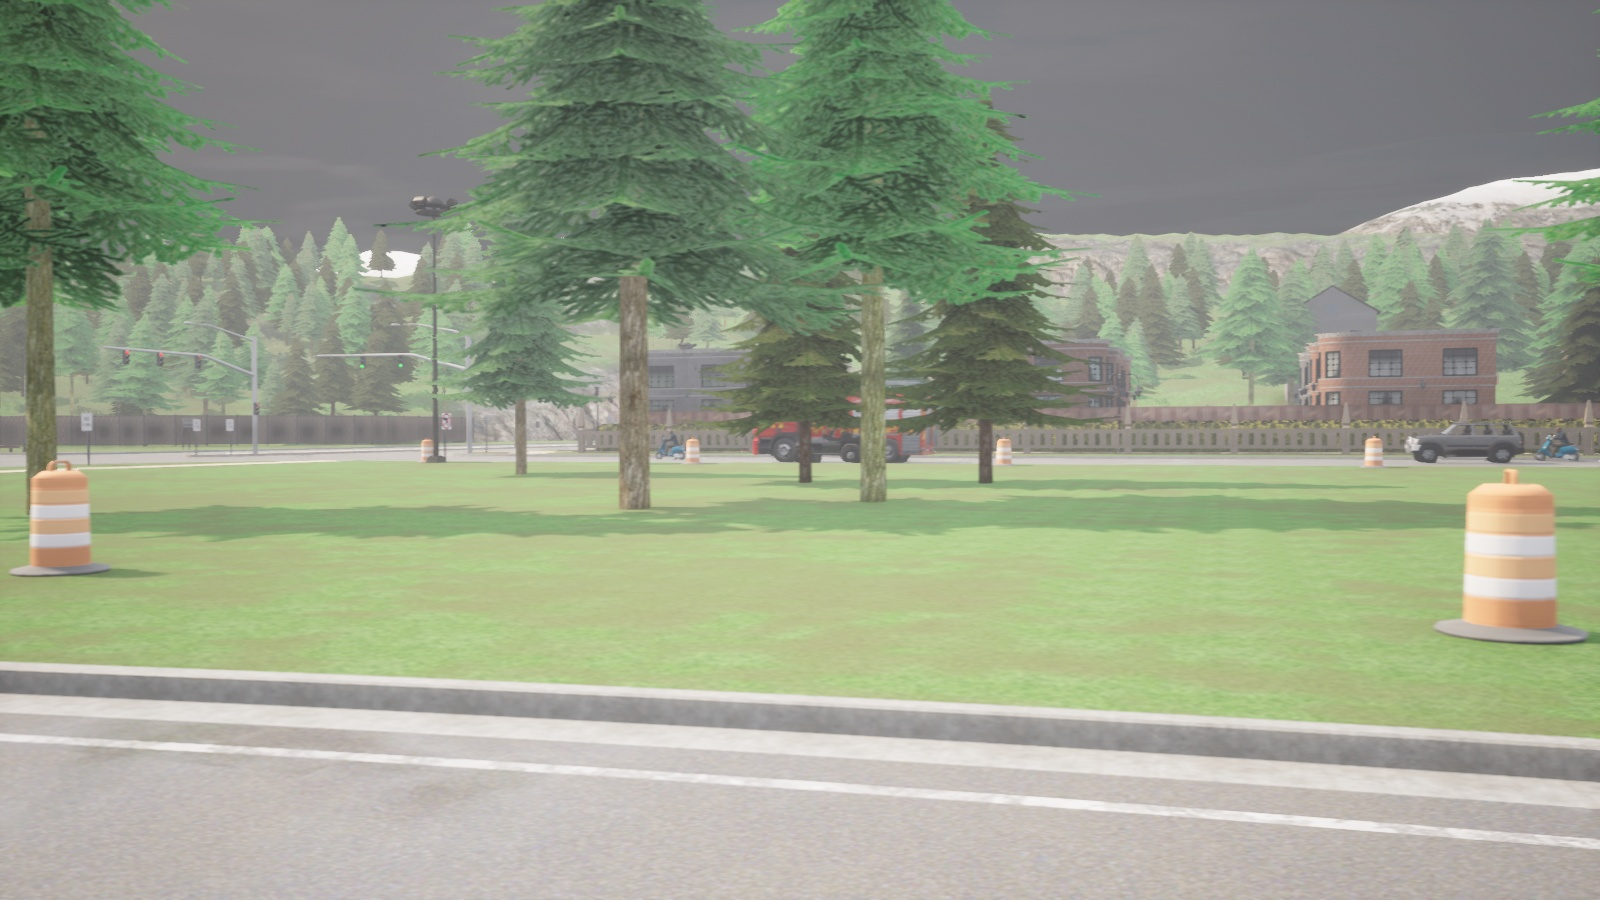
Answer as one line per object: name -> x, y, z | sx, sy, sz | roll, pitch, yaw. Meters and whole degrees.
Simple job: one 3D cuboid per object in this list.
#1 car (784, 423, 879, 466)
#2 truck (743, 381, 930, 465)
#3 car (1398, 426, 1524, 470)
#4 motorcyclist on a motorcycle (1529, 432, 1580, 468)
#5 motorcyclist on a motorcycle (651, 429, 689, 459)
car -> 1.421, -0.277, 56.466 | 3.866, 1.878, 1.905 | 1, 1, 18
truck -> 1.736, -1.293, 60.036 | 8.468, 3.827, 2.891 | 1, 1, 18
car -> 28.719, -0.125, 54.743 | 4.605, 1.855, 1.932 | 1, 1, 18
motorcyclist on a motorcycle -> 34.031, 0.001, 56.663 | 1.817, 1.590, 0.866 | 1, 1, 18
motorcyclist on a motorcycle -> -6.893, -0.313, 66.618 | 1.817, 1.590, 0.866 | 1, 1, 18
